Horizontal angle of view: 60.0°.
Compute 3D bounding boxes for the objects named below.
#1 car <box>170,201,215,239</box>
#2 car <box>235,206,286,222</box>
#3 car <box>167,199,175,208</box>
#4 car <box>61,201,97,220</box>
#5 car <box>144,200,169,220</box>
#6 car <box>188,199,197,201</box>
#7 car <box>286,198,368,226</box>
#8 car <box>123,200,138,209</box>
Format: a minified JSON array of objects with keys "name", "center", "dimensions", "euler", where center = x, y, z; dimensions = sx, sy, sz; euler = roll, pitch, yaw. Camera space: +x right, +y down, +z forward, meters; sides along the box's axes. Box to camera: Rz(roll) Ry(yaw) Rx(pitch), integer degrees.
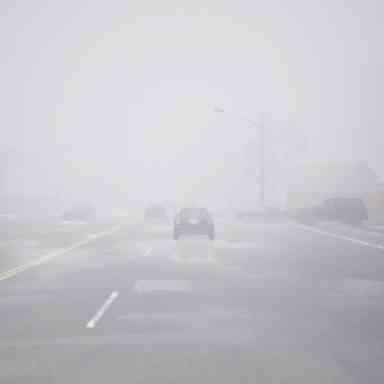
[{"name":"car","center":[0.097,1.554,18.587],"dimensions":[2.097,1.767,4.553],"euler":[0,-1,0]},{"name":"car","center":[6.154,1.917,29.132],"dimensions":[4.718,1.301,1.895],"euler":[0,-1,0]},{"name":"car","center":[-3.414,1.926,53.028],"dimensions":[2.097,1.767,4.553],"euler":[0,-1,0]},{"name":"car","center":[-10.607,1.892,31.807],"dimensions":[2.033,1.411,5.357],"euler":[0,-1,0]},{"name":"car","center":[-3.583,1.830,32.464],"dimensions":[1.882,1.535,5.008],"euler":[-1,-1,-8]},{"name":"car","center":[0.061,1.892,49.957],"dimensions":[2.097,1.767,4.553],"euler":[0,-1,0]},{"name":"car","center":[10.565,1.498,25.664],"dimensions":[5.566,2.045,2.150],"euler":[0,-1,-1]},{"name":"car","center":[-10.540,2.126,57.259],"dimensions":[1.837,1.490,4.892],"euler":[0,-1,0]}]
